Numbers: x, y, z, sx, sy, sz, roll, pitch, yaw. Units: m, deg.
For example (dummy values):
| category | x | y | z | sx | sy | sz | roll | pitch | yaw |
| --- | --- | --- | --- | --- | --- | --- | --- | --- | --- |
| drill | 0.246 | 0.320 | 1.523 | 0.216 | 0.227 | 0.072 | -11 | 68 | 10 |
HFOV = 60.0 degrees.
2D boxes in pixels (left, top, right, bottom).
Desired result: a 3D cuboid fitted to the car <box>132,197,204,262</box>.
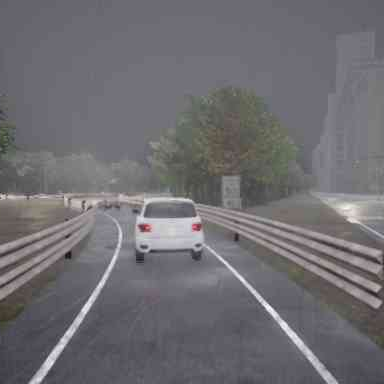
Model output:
| category | x | y | z | sx | sy | sz | roll | pitch | yaw |
| --- | --- | --- | --- | --- | --- | --- | --- | --- | --- |
| car | -1.009 | 1.200 | 12.380 | 2.150 | 2.045 | 5.566 | 0 | 0 | -9 |

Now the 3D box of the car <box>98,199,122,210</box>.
| category | x | y | z | sx | sy | sz | roll | pitch | yaw |
| --- | --- | --- | --- | --- | --- | --- | --- | --- | --- |
| car | -9.782 | 1.429 | 39.265 | 1.895 | 1.301 | 4.718 | 0 | 1 | -26 |
